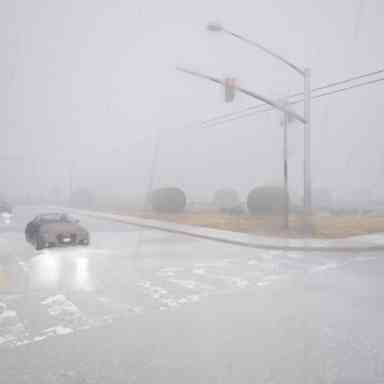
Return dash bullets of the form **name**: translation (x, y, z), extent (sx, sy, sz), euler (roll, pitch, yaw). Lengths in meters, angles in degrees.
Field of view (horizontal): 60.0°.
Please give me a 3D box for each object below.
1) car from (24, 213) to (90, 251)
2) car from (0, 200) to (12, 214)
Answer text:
- **car**: translation (-5.902, 1.615, 14.341), extent (1.994, 1.385, 4.181), euler (0, 1, -35)
- **car**: translation (-20.348, 1.530, 35.203), extent (1.994, 1.385, 4.181), euler (0, 0, -35)
